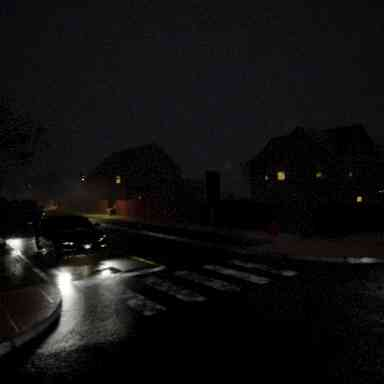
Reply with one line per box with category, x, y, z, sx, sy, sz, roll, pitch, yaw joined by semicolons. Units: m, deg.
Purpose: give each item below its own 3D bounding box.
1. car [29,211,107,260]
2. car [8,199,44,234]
car;-5.082;1.701;13.632;1.837;1.490;4.892;-2;1;-36
car;-11.443;1.559;22.453;2.150;2.045;5.566;-2;1;-35
